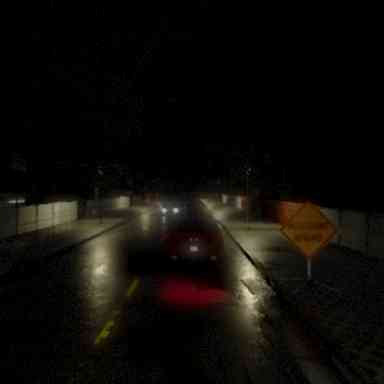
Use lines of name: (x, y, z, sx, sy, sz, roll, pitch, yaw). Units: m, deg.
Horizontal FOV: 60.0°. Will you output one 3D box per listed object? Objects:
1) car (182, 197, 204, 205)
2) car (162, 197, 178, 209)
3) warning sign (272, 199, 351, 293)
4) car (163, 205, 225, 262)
car: (0.089, 1.433, 30.771, 1.812, 1.442, 4.674, 0, 0, 0)
car: (-2.843, 1.394, 44.106, 1.812, 1.442, 4.674, 0, 0, 0)
warning sign: (2.514, 1.093, 7.171, 1.300, 1.860, 1.060, 0, 0, 0)
car: (0.077, 1.441, 11.927, 1.882, 1.535, 5.008, 0, 0, 0)
